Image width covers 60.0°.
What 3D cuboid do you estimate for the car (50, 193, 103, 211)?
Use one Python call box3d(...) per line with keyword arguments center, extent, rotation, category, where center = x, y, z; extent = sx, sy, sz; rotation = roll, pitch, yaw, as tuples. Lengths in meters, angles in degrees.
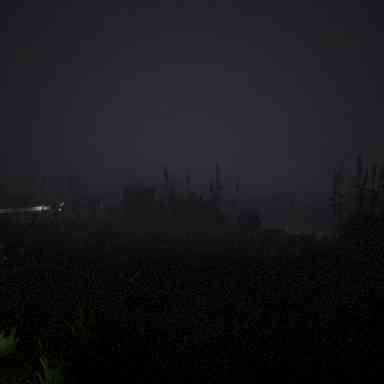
box3d(center=(-10.539, 0.961, 30.381), extent=(2.097, 1.767, 4.553), rotation=(0, 3, 40), category="car")
